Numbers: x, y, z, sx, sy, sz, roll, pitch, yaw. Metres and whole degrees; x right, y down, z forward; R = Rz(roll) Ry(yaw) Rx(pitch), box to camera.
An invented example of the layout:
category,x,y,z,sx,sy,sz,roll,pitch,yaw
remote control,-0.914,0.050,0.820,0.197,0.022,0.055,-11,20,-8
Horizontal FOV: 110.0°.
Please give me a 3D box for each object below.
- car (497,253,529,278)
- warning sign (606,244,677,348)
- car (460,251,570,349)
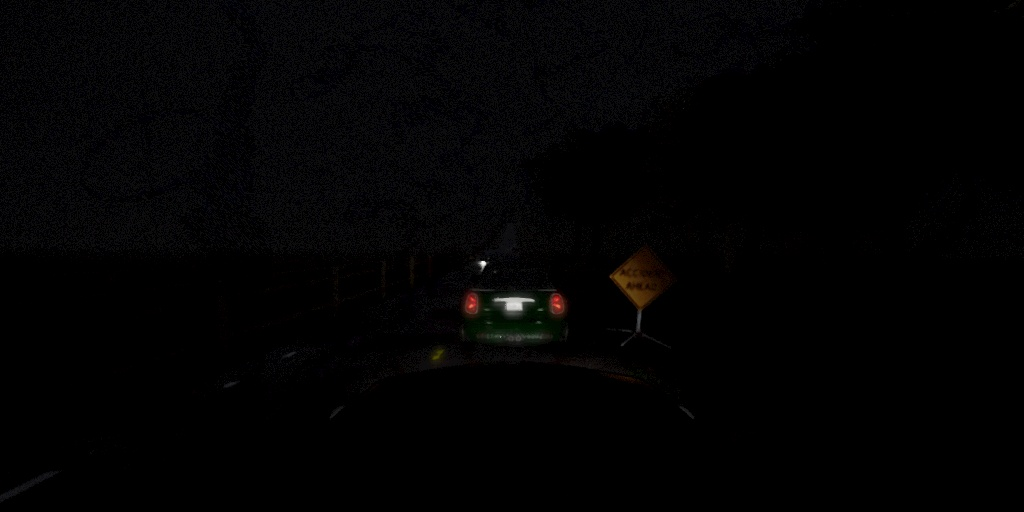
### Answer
category,x,y,z,sx,sy,sz,roll,pitch,yaw
car,0.068,0.584,25.120,2.033,1.411,5.357,0,2,0
warning sign,2.449,0.692,7.025,1.300,1.860,1.060,0,0,0
car,0.063,0.879,8.645,2.097,1.767,4.553,0,2,0
